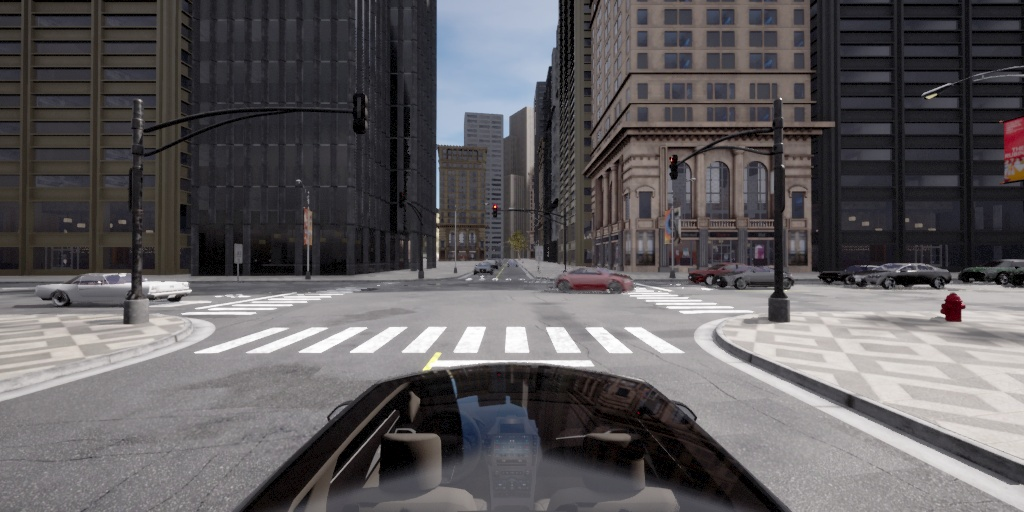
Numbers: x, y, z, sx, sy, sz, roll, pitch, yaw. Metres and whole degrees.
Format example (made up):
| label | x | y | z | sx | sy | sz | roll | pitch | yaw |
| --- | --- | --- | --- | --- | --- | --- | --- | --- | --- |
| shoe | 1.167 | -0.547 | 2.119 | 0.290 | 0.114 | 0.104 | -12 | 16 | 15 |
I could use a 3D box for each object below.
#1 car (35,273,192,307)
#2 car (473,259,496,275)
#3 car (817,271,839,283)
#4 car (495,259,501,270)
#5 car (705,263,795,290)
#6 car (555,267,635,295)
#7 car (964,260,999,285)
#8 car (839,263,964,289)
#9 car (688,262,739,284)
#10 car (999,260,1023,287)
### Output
| label | x | y | z | sx | sy | sz | roll | pitch | yaw |
| --- | --- | --- | --- | --- | --- | --- | --- | --- | --- |
| car | -16.375 | 1.366 | 14.947 | 4.718 | 1.301 | 1.895 | 0 | 0 | 0 |
| car | -3.052 | 1.360 | 39.115 | 1.994 | 1.385 | 4.181 | 0 | 0 | -1 |
| car | 24.251 | 1.316 | 24.934 | 4.718 | 1.301 | 1.895 | 0 | 0 | 0 |
| car | -3.058 | 1.310 | 53.951 | 1.882 | 1.535 | 5.008 | 0 | -1 | 0 |
| car | 14.480 | 1.279 | 21.671 | 4.181 | 1.385 | 1.994 | 0 | 0 | 0 |
| car | 4.473 | 1.291 | 19.596 | 4.181 | 1.385 | 1.994 | 0 | 0 | 24 |
| car | 34.218 | 1.043 | 24.929 | 4.553 | 1.767 | 2.097 | 0 | 0 | 0 |
| car | 23.391 | 1.184 | 21.680 | 4.902 | 1.511 | 2.128 | 0 | 0 | 0 |
| car | 14.907 | 1.216 | 24.927 | 5.008 | 1.535 | 1.882 | 0 | 0 | 0 |
| car | 33.351 | 1.021 | 21.679 | 4.553 | 1.767 | 2.097 | 0 | 0 | 0 |
